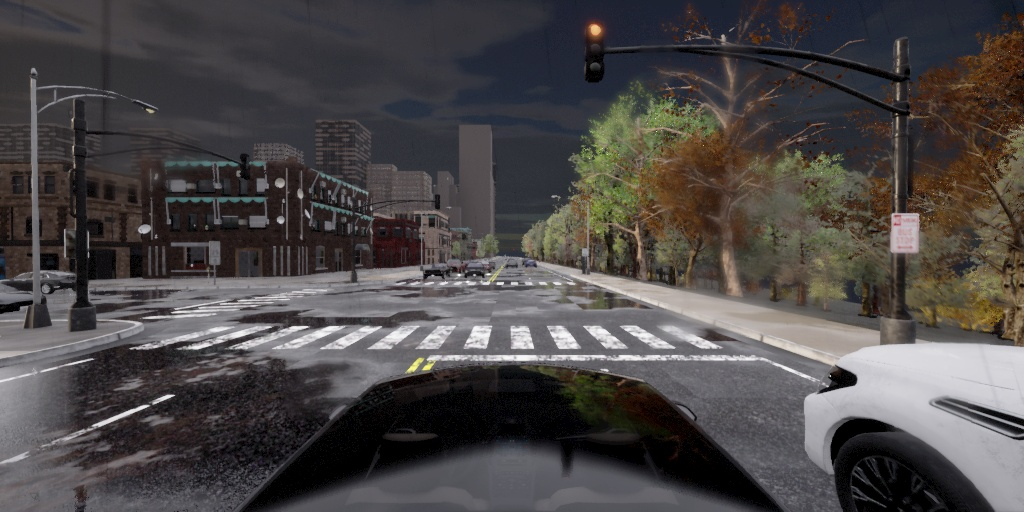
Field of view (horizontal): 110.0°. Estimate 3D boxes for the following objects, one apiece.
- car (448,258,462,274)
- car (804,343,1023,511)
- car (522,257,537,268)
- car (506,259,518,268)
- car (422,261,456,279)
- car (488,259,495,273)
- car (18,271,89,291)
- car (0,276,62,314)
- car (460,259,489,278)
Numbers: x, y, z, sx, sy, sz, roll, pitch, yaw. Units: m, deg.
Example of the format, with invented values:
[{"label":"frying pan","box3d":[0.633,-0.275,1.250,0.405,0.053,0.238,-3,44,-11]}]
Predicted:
[{"label":"car","box3d":[-6.672,1.088,41.571,2.097,1.767,4.553,0,0,0]},{"label":"car","box3d":[3.355,0.972,0.382,2.150,2.045,5.566,0,0,0]},{"label":"car","box3d":[3.226,1.253,61.868,1.812,1.442,4.674,0,0,0]},{"label":"car","box3d":[-0.025,1.291,61.881,1.994,1.385,4.181,0,0,0]},{"label":"car","box3d":[-6.670,1.341,32.486,1.895,1.301,4.718,0,0,0]},{"label":"car","box3d":[-3.424,1.261,43.338,1.812,1.442,4.674,0,0,0]},{"label":"car","box3d":[-28.321,1.560,21.633,4.403,1.370,2.007,0,0,0]},{"label":"car","box3d":[-19.971,1.565,13.138,4.313,1.339,1.948,0,0,0]},{"label":"car","box3d":[-3.438,1.287,33.875,2.033,1.411,5.357,0,0,-4]}]
